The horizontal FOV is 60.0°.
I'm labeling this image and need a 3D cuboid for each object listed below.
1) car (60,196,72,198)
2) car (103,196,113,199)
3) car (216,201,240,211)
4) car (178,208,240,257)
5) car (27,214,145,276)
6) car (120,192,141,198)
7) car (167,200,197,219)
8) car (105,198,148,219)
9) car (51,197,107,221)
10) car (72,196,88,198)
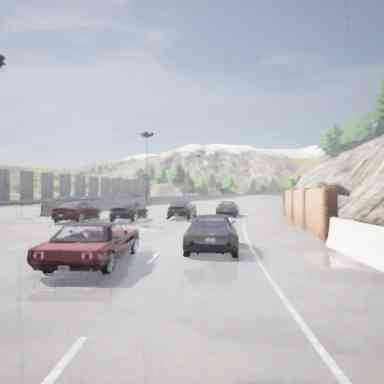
[{"bbox_3d":[-22.368,1.409,58.959,1.994,1.385,4.181,0,0,15],"label":"car"},{"bbox_3d":[-15.159,1.431,58.806,1.994,1.385,4.181,0,0,16],"label":"car"},{"bbox_3d":[3.341,1.528,30.966,1.994,1.385,4.181,0,0,11],"label":"car"},{"bbox_3d":[0.772,1.547,12.949,1.994,1.385,4.181,0,0,5],"label":"car"},{"bbox_3d":[-2.971,1.576,10.318,1.895,1.301,4.718,0,0,4],"label":"car"},{"bbox_3d":[-11.120,1.086,60.266,2.150,2.045,5.566,0,0,16],"label":"car"},{"bbox_3d":[-0.804,1.461,27.905,1.837,1.490,4.892,0,0,10],"label":"car"},{"bbox_3d":[-4.757,1.453,25.463,1.837,1.490,4.892,0,0,9],"label":"car"},{"bbox_3d":[-8.425,1.415,24.661,1.882,1.535,5.008,0,0,8],"label":"car"},{"bbox_3d":[-18.644,1.457,59.334,1.895,1.301,4.718,0,0,16],"label":"car"}]
